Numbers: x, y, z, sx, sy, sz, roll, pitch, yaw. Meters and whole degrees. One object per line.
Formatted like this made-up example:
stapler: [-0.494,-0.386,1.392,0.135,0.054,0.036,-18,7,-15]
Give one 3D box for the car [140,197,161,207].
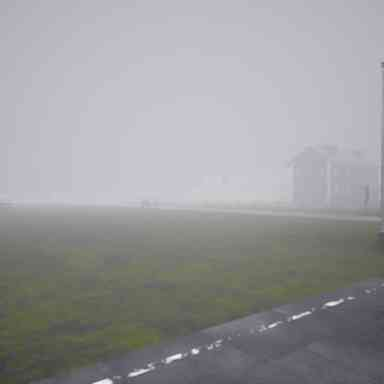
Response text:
car: [-7.243,1.697,58.144,2.097,1.767,4.553,1,-1,-36]
